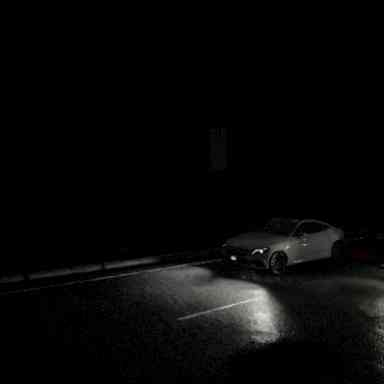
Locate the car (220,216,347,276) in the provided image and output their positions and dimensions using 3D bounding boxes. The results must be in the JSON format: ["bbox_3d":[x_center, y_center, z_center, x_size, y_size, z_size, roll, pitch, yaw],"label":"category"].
[{"bbox_3d":[3.024,1.520,10.431,4.674,1.442,1.812,0,0,-36],"label":"car"}]
